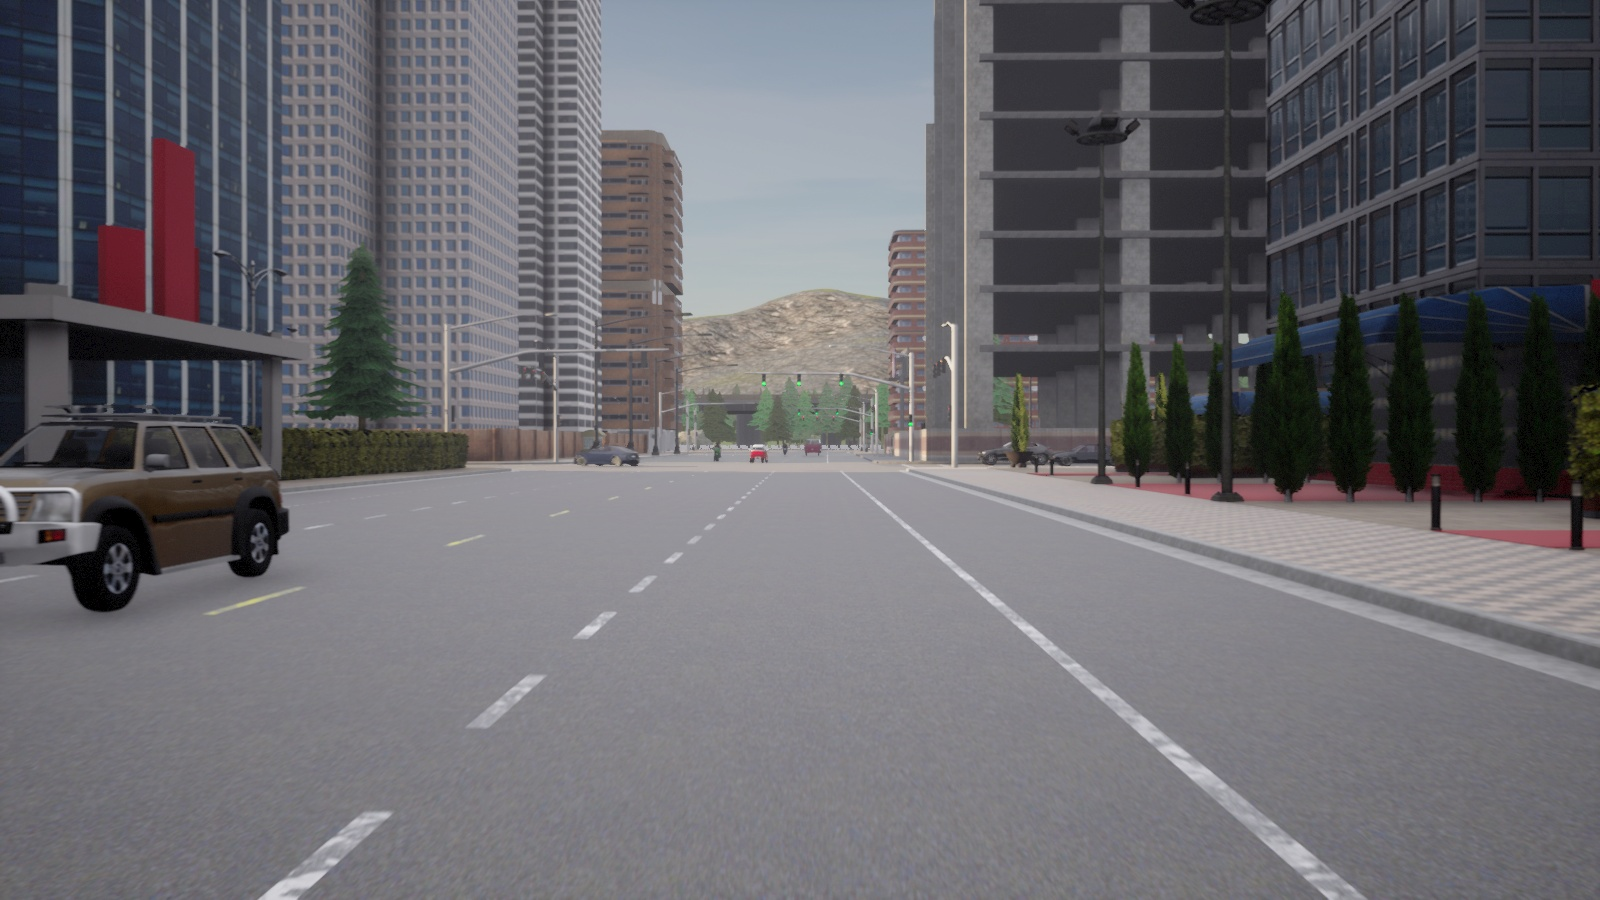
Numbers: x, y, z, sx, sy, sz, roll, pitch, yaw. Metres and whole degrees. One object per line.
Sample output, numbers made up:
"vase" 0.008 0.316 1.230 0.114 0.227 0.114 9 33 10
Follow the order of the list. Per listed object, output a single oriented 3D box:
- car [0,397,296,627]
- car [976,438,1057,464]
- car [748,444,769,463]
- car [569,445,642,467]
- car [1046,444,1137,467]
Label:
"car" -6.912 0.487 12.454 1.932 1.855 4.605 0 0 1
"car" 14.360 0.066 83.463 5.027 1.651 2.152 0 0 1
"car" -3.133 0.263 95.047 1.481 1.376 2.207 0 1 1
"car" -12.210 0.356 78.924 4.181 1.385 1.994 0 0 27
"car" 18.508 0.358 79.913 5.357 1.411 2.033 0 0 1
